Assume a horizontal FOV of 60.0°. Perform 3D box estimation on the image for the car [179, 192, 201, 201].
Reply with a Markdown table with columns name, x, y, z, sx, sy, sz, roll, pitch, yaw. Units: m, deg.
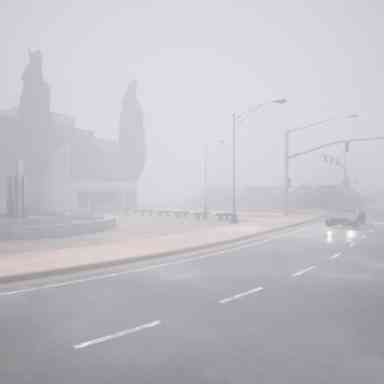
| name | x | y | z | sx | sy | sz | roll | pitch | yaw |
| --- | --- | --- | --- | --- | --- | --- | --- | --- | --- |
| car | -0.470 | 1.395 | 75.472 | 1.970 | 1.475 | 3.806 | 0 | 0 | 36 |

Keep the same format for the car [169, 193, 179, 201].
| name | x | y | z | sx | sy | sz | roll | pitch | yaw |
| --- | --- | --- | --- | --- | --- | --- | --- | --- | --- |
| car | -2.795 | 1.156 | 77.198 | 1.905 | 1.878 | 3.866 | 0 | 0 | 36 |

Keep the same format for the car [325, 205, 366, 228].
| name | x | y | z | sx | sy | sz | roll | pitch | yaw |
| --- | --- | --- | --- | --- | --- | --- | --- | --- | --- |
| car | 10.544 | 1.613 | 22.535 | 2.033 | 1.411 | 5.357 | 0 | 0 | 35 |
